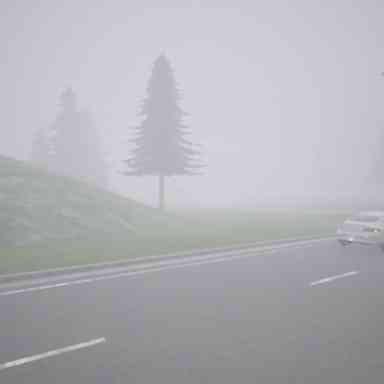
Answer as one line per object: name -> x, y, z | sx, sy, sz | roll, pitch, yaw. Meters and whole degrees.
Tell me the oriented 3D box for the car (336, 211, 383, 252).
car -> 7.809, 1.508, 13.685 | 4.674, 1.442, 1.812 | 0, 0, -35
